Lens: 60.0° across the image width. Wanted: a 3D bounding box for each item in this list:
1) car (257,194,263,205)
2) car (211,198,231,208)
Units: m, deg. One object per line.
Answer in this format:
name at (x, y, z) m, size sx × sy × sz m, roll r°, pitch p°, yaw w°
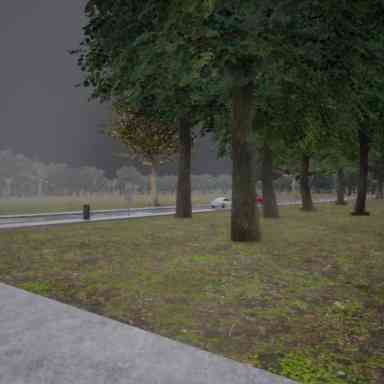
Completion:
car at (10.233, 1.273, 55.824) m, size 2.150 × 2.045 × 5.566 m, roll 0°, pitch 0°, yaw 36°
car at (4.461, 1.574, 47.783) m, size 1.812 × 1.442 × 4.674 m, roll 0°, pitch 0°, yaw 36°
